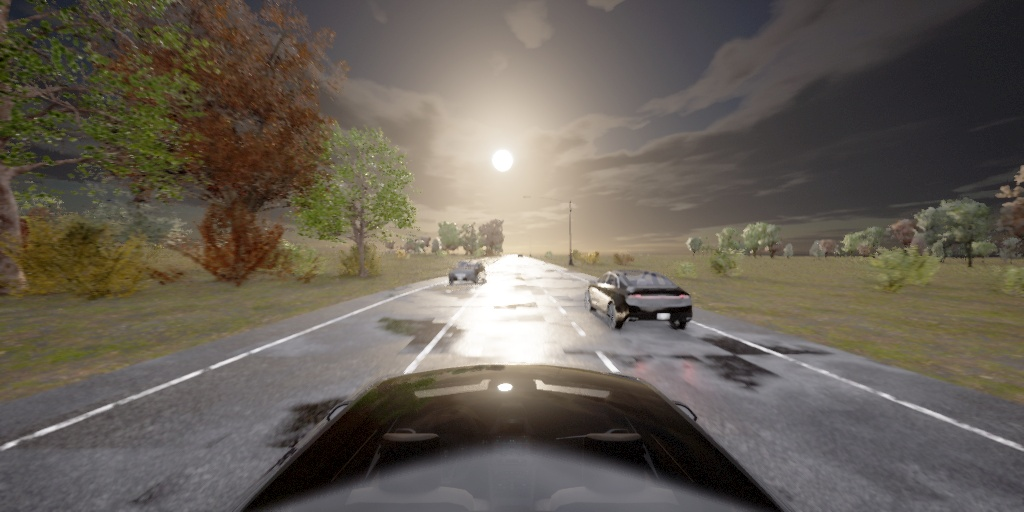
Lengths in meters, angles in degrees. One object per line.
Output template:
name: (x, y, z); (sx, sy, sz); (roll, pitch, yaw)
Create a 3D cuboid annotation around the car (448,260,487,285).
car: (-2.862, 1.031, 23.766); (2.128, 1.511, 4.902); (0, 1, 5)

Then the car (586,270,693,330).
car: (3.496, 1.153, 10.699); (2.128, 1.511, 4.902); (0, 1, 0)
